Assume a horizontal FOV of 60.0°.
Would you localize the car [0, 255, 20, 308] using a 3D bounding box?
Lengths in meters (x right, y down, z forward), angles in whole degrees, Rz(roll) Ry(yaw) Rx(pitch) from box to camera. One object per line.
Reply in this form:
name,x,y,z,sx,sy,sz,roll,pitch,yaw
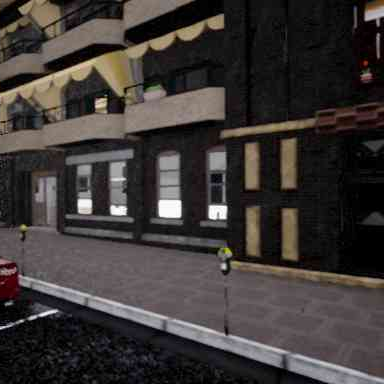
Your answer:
car,-5.200,1.529,6.598,4.507,1.381,1.887,0,-1,36
